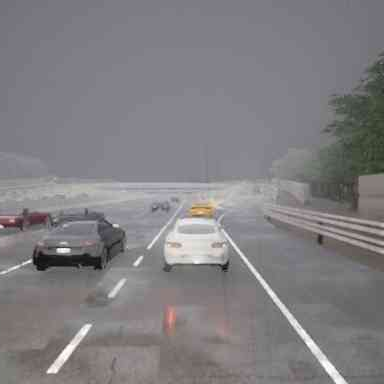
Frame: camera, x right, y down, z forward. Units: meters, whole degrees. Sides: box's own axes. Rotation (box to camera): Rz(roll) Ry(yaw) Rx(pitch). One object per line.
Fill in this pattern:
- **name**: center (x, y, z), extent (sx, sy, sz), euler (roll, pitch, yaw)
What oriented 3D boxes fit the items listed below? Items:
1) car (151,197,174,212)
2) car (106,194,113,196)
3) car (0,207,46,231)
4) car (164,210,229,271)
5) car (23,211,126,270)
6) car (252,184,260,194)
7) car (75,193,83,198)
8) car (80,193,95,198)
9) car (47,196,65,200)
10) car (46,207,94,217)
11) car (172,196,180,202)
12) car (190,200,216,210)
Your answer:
- **car**: center (-3.417, 1.582, 37.797), extent (1.895, 1.301, 4.718), euler (0, 0, 0)
- **car**: center (-21.098, 1.319, 84.679), extent (1.812, 1.442, 4.674), euler (0, 0, 0)
- **car**: center (-10.359, 1.590, 20.312), extent (1.895, 1.301, 4.718), euler (0, 0, 0)
- **car**: center (0.132, 1.520, 10.784), extent (1.812, 1.442, 4.674), euler (0, 0, 0)
- **car**: center (-3.485, 1.558, 11.044), extent (1.994, 1.385, 4.181), euler (0, 0, 0)
- **car**: center (17.810, -0.614, 91.975), extent (2.150, 2.045, 5.566), euler (0, 3, 12)
- **car**: center (-28.097, 1.149, 84.628), extent (2.097, 1.767, 4.553), euler (0, 0, 0)
- **car**: center (-20.988, 1.439, 68.843), extent (1.812, 1.442, 4.674), euler (0, 0, 0)
- **car**: center (-27.988, 1.455, 68.763), extent (2.033, 1.411, 5.357), euler (0, 0, 0)
- **car**: center (-6.858, 1.590, 20.478), extent (1.895, 1.301, 4.718), euler (0, 0, 0)
- **car**: center (-3.496, 1.507, 70.271), extent (1.895, 1.301, 4.718), euler (0, 0, 0)
- **car**: center (0.967, 1.463, 28.767), extent (1.882, 1.535, 5.008), euler (0, 0, 7)
